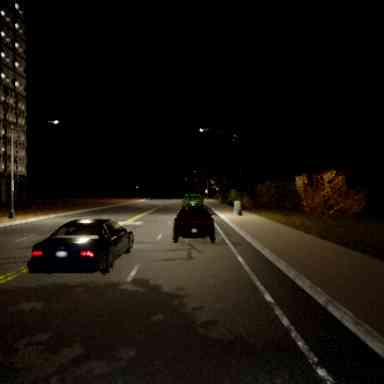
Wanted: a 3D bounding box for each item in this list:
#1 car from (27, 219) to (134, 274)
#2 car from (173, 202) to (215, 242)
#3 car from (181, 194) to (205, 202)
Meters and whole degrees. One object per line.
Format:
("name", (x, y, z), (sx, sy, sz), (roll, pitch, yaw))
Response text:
("car", (-3.153, 1.550, 10.545), (2.033, 1.411, 5.357), (0, 0, 0))
("car", (0.093, 1.481, 16.567), (1.882, 1.535, 5.008), (0, 0, 0))
("car", (0.087, 1.228, 33.232), (2.150, 2.045, 5.566), (0, 0, 0))
